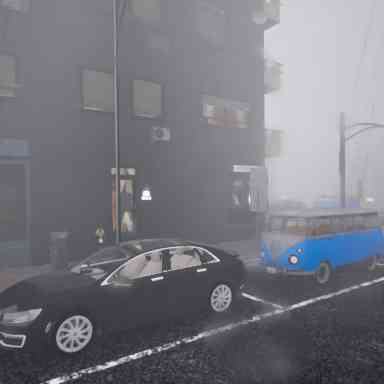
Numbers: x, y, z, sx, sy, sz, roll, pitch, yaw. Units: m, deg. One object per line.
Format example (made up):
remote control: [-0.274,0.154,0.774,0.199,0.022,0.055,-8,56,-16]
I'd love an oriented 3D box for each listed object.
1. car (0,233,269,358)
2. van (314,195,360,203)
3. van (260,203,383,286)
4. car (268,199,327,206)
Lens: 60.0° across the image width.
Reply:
car: [-0.960,1.550,5.883,4.403,1.369,2.008,0,-1,-35]
van: [12.850,1.201,29.763,1.690,1.788,3.998,-1,1,-35]
van: [3.603,1.339,9.133,3.998,1.788,1.690,0,-1,-35]
car: [7.928,1.540,26.694,1.895,1.301,4.718,-1,1,-38]
